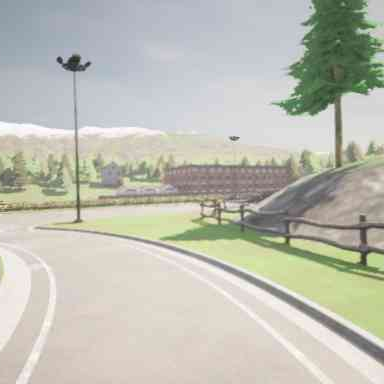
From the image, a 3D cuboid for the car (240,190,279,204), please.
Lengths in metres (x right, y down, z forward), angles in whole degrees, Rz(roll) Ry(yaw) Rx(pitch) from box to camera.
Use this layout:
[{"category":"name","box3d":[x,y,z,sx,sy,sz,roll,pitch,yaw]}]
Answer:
[{"category":"car","box3d":[10.518,0.686,49.853,5.566,2.045,2.150,-2,0,-30]}]

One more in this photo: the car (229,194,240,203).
[{"category":"car","box3d":[8.790,1.006,52.886,4.892,1.490,1.837,-2,0,-30]}]

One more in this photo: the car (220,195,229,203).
[{"category":"car","box3d":[6.987,1.044,55.876,4.892,1.490,1.837,-2,0,-30]}]
